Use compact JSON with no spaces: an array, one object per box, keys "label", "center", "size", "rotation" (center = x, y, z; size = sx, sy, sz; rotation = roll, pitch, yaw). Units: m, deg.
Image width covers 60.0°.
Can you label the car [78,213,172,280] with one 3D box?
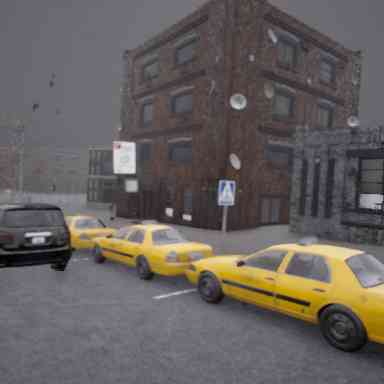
[{"label":"car","center":[-1.583,1.699,10.816],"size":[1.946,1.575,5.366],"rotation":[2,-2,-41]}]

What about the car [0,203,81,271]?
[{"label":"car","center":[-5.773,1.367,10.813],"size":[2.150,2.045,5.566],"rotation":[2,-1,-40]}]

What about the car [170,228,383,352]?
[{"label":"car","center":[2.044,1.674,6.648],"size":[1.946,1.575,5.366],"rotation":[2,-2,-41]}]
